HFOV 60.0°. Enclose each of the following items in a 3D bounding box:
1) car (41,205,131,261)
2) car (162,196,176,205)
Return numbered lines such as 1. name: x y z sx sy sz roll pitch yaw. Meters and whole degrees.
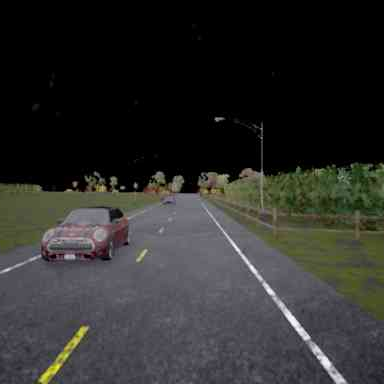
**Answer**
1. car: -3.600 1.315 12.051 2.097 1.767 4.553 0 0 0
2. car: -3.574 1.390 53.007 1.994 1.385 4.181 0 0 0
